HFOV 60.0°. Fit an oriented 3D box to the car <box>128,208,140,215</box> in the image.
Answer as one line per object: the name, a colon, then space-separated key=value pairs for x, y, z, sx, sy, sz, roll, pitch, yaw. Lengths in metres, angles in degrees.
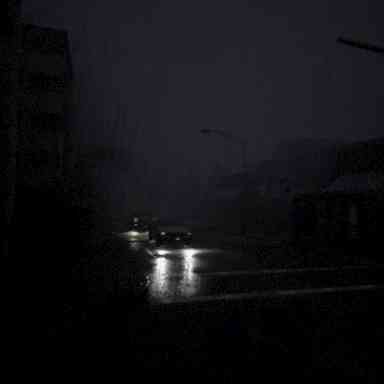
car: x=-12.557 y=4.163 z=72.088 sx=2.128 sy=1.511 sz=4.902 roll=2 pitch=-3 yaw=-16

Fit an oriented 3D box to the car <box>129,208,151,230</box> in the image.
car: x=-4.549 y=2.470 z=30.649 sx=2.097 sy=1.767 sz=4.553 roll=2 pitch=-3 yaw=-16

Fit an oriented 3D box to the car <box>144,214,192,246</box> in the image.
car: x=-1.358 y=2.216 z=19.326 sx=1.812 sy=1.442 sz=4.674 roll=2 pitch=-3 yaw=-16
